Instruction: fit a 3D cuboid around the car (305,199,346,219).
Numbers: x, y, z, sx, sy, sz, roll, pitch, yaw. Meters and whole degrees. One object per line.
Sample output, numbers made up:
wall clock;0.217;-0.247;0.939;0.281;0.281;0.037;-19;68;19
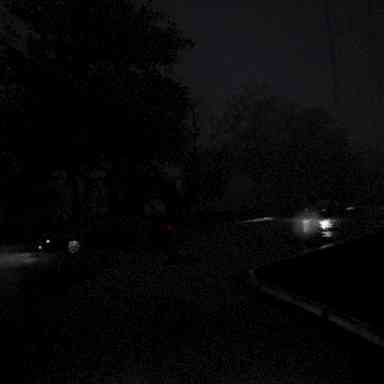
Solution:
car;10.938;1.331;27.064;4.674;1.442;1.812;-1;0;-44

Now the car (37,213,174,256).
car;-3.406;1.612;13.790;5.357;1.411;2.033;-1;0;-34
